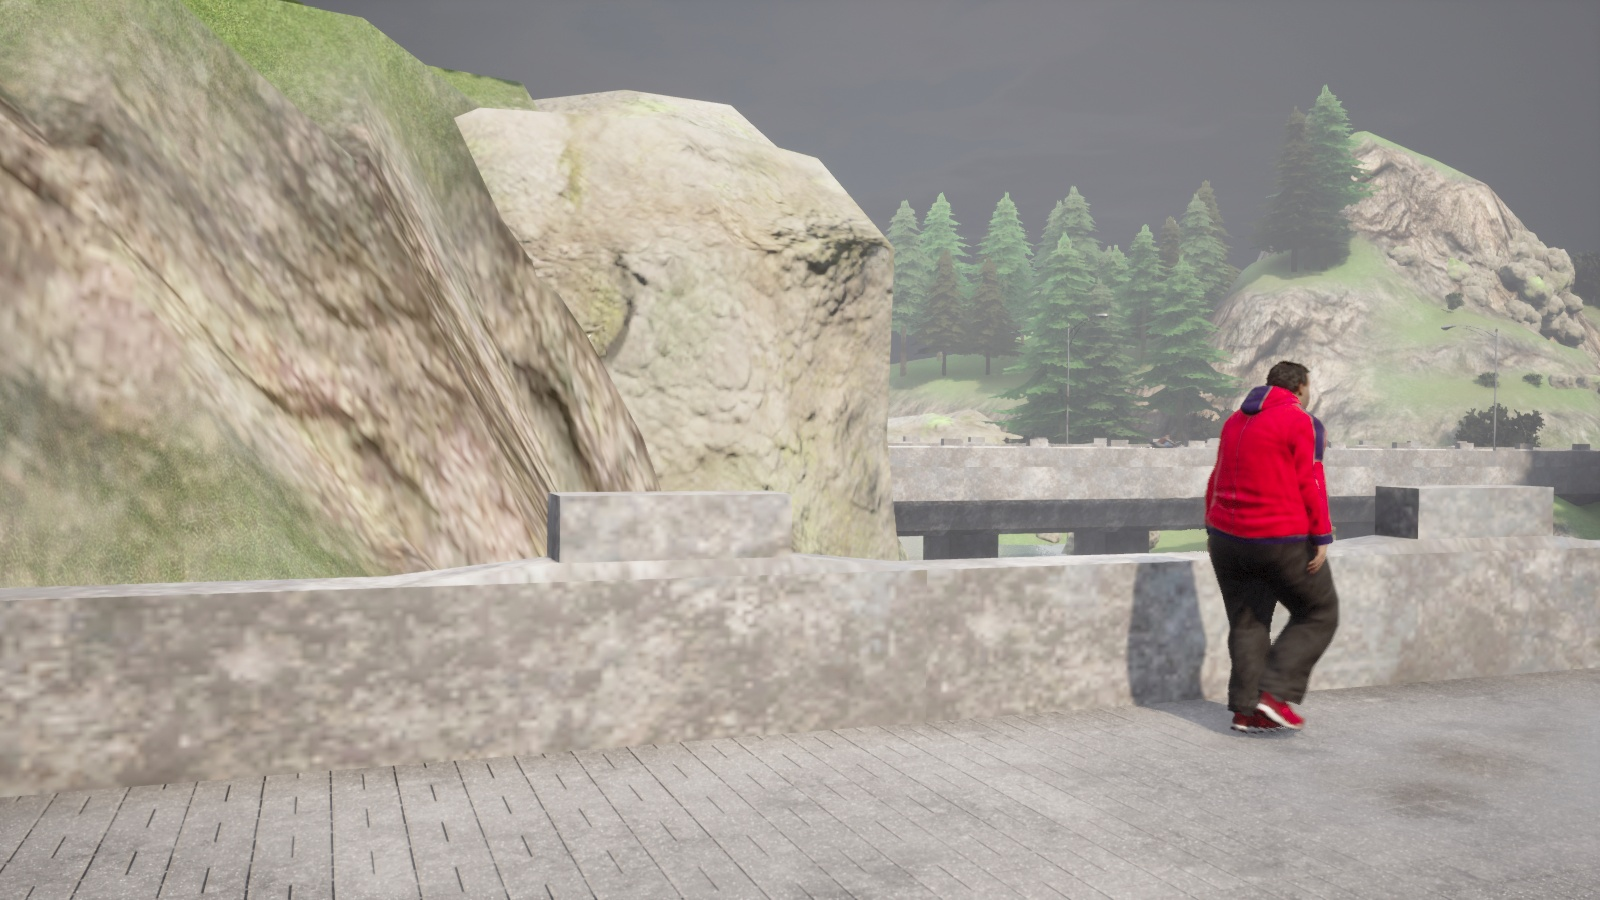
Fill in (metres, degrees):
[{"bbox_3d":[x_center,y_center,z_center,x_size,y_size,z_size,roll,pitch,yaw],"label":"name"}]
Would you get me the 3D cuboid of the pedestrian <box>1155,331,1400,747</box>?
[{"bbox_3d":[2.282,0.385,6.024,0.899,1.844,0.634,-1,1,-22],"label":"pedestrian"}]
